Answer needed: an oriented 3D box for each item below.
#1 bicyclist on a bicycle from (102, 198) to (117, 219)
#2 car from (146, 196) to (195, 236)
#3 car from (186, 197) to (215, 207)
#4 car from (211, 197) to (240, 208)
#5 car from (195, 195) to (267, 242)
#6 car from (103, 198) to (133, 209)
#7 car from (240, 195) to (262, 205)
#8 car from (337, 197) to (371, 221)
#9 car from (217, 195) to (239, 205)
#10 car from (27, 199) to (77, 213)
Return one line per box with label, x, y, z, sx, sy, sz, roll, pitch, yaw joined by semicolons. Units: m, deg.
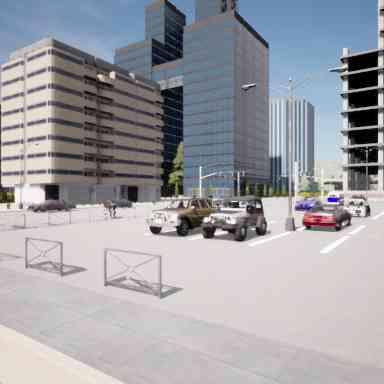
bicyclist on a bicycle;-6.500;1.301;26.216;1.656;1.620;0.582;0;0;34
car;-0.257;1.153;17.266;1.932;1.855;4.605;0;0;34
car;1.342;1.490;51.135;2.128;1.511;4.902;0;0;34
car;5.155;1.546;50.462;2.033;1.411;5.357;0;0;33
car;2.113;1.156;15.603;1.905;1.878;3.866;0;0;34
car;-10.309;1.563;46.537;1.994;1.385;4.181;0;0;35
car;10.415;1.351;58.340;2.097;1.767;4.553;0;0;34
car;14.116;1.395;28.578;1.970;1.475;3.806;0;0;34
car;6.380;1.351;58.768;2.097;1.767;4.553;0;0;34
car;-15.935;1.546;38.164;2.033;1.411;5.357;0;0;34
